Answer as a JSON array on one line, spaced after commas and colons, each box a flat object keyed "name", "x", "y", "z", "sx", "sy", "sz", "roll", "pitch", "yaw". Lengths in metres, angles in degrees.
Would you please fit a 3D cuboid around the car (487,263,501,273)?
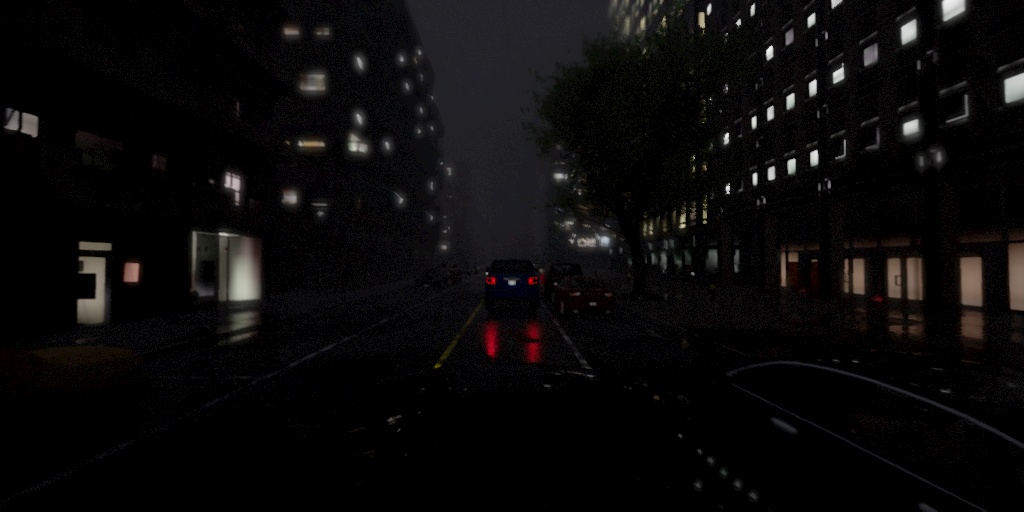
[{"name": "car", "x": -2.748, "y": 1.795, "z": 55.982, "sx": 1.837, "sy": 1.490, "sz": 4.892, "roll": 0, "pitch": -1, "yaw": 0}]

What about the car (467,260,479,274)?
[{"name": "car", "x": -5.447, "y": 1.511, "z": 47.582, "sx": 2.192, "sy": 1.841, "sz": 5.009, "roll": 0, "pitch": 0, "yaw": 0}]

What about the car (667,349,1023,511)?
[{"name": "car", "x": 2.566, "y": 1.306, "z": 2.318, "sx": 2.007, "sy": 1.370, "sz": 4.403, "roll": 0, "pitch": 0, "yaw": 0}]

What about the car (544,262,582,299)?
[{"name": "car", "x": 2.603, "y": 1.232, "z": 19.273, "sx": 2.192, "sy": 1.841, "sz": 5.009, "roll": 0, "pitch": 0, "yaw": 0}]

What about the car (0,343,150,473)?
[{"name": "car", "x": -5.282, "y": 1.282, "z": 2.242, "sx": 1.751, "sy": 1.417, "sz": 4.829, "roll": 0, "pitch": 0, "yaw": 0}]

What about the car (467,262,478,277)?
[{"name": "car", "x": -5.447, "y": 1.706, "z": 41.936, "sx": 1.948, "sy": 1.339, "sz": 4.313, "roll": 0, "pitch": 0, "yaw": 0}]

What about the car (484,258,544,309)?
[{"name": "car", "x": 0.003, "y": 1.101, "z": 15.878, "sx": 2.150, "sy": 2.045, "sz": 5.566, "roll": 0, "pitch": 0, "yaw": 0}]

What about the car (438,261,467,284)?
[{"name": "car", "x": -5.449, "y": 1.342, "z": 30.643, "sx": 2.192, "sy": 1.841, "sz": 5.009, "roll": 0, "pitch": 0, "yaw": 0}]

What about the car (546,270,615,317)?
[{"name": "car", "x": 2.569, "y": 1.408, "z": 13.621, "sx": 1.888, "sy": 1.381, "sz": 4.507, "roll": 0, "pitch": 0, "yaw": 0}]

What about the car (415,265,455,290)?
[{"name": "car", "x": -5.449, "y": 1.538, "z": 24.997, "sx": 1.948, "sy": 1.339, "sz": 4.313, "roll": 0, "pitch": 0, "yaw": 0}]

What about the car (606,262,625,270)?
[{"name": "car", "x": 18.695, "y": 1.701, "z": 62.579, "sx": 4.097, "sy": 1.591, "sz": 1.967, "roll": 0, "pitch": 0, "yaw": 1}]
